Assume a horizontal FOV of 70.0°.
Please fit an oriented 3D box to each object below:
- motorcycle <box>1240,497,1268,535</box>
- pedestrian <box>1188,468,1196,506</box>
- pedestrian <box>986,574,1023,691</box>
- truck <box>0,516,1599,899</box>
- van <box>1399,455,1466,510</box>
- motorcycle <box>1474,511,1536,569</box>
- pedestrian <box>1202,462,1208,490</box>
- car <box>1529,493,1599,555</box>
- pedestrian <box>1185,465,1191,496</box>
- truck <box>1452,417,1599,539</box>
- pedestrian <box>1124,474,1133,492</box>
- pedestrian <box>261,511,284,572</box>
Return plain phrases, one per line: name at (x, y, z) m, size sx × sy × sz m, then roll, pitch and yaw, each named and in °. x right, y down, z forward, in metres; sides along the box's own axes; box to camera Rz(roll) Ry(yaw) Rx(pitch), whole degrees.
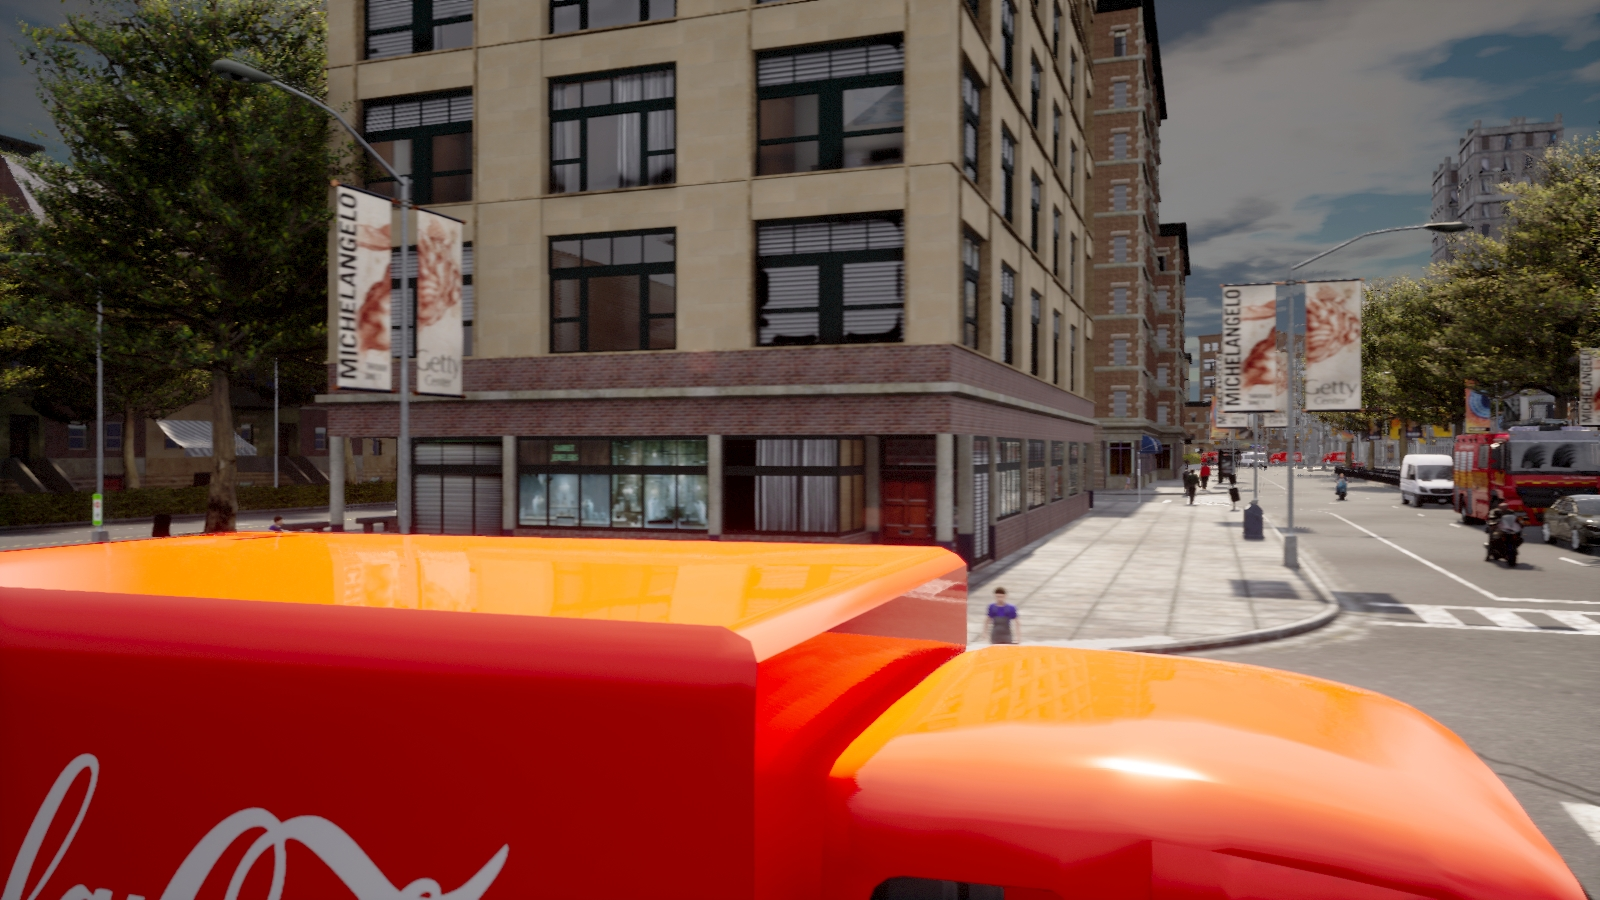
motorcycle at (15.232, 2.212, 38.374) m, size 0.803 × 1.145 × 2.033 m, roll 0°, pitch 0°, yaw 20°
pedestrian at (19.132, 1.789, 55.744) m, size 0.375 × 1.860 × 0.375 m, roll 0°, pitch 0°, yaw 19°
pedestrian at (2.404, 2.129, 13.417) m, size 0.375 × 1.300 × 0.375 m, roll 0°, pitch 0°, yaw 19°
truck at (-0.486, 1.566, 3.482) m, size 5.204 × 2.467 × 2.627 m, roll 0°, pitch 0°, yaw 20°
van at (31.405, 1.534, 56.871) m, size 1.988 × 2.561 × 5.915 m, roll 0°, pitch 0°, yaw 20°
motorcycle at (17.444, 2.204, 28.319) m, size 0.867 × 1.251 × 2.209 m, roll 0°, pitch 0°, yaw 20°
pedestrian at (26.420, 1.695, 74.523) m, size 0.375 × 1.860 × 0.375 m, roll 0°, pitch 0°, yaw 24°
car at (22.639, 2.060, 32.451) m, size 2.231 × 1.480 × 4.892 m, roll 0°, pitch 0°, yaw 20°
pedestrian at (23.473, 1.848, 69.150) m, size 0.375 × 1.860 × 0.375 m, roll 0°, pitch 0°, yaw 19°
truck at (25.405, 0.890, 40.174) m, size 2.891 × 3.827 × 8.468 m, roll 0°, pitch 0°, yaw 20°
pedestrian at (20.861, 2.075, 72.589) m, size 0.500 × 1.100 × 0.500 m, roll 0°, pitch 0°, yaw 23°
pedestrian at (-11.411, 1.977, 24.724) m, size 0.375 × 1.300 × 0.375 m, roll 0°, pitch 0°, yaw -11°
